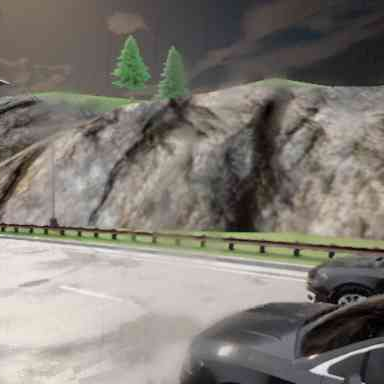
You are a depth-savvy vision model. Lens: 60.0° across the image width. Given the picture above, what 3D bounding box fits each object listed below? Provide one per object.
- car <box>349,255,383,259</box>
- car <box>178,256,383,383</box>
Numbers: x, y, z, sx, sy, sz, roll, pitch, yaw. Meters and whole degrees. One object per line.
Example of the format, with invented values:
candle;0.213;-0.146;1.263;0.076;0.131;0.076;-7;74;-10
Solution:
car;4.293;1.462;5.114;4.892;1.490;1.837;-1;0;36
car;2.122;1.481;2.369;4.892;1.490;1.837;-1;0;36
